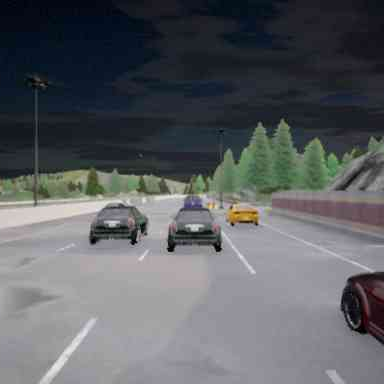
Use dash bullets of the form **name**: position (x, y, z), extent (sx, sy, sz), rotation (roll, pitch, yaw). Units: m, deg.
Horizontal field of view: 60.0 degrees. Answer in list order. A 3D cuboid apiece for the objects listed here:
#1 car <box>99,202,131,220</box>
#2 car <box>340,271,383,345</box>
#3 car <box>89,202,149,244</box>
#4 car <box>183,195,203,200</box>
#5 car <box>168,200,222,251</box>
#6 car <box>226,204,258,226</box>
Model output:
- **car**: position (-6.896, 1.670, 30.228), extent (1.812, 1.442, 4.674), rotation (0, 0, 0)
- **car**: position (3.603, 1.586, 4.186), extent (1.994, 1.385, 4.181), rotation (0, 0, 0)
- **car**: position (-3.400, 1.430, 16.304), extent (2.097, 1.767, 4.553), rotation (0, 0, 0)
- **car**: position (0.104, 1.413, 39.385), extent (2.150, 2.045, 5.566), rotation (0, 0, 0)
- **car**: position (0.101, 1.423, 14.662), extent (2.097, 1.767, 4.553), rotation (0, 0, 0)
- **car**: position (3.602, 1.597, 24.563), extent (1.882, 1.535, 5.008), rotation (0, 0, 0)
